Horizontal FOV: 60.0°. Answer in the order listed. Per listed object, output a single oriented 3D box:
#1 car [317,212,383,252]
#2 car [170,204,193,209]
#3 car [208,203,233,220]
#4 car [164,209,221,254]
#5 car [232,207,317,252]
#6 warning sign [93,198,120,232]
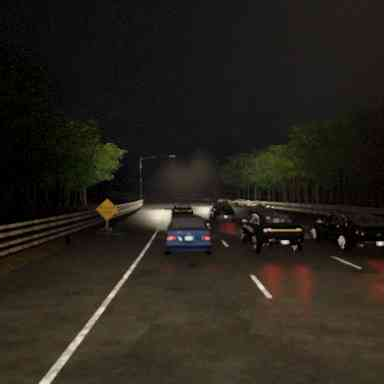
[{"bbox_3d":[6.802,1.635,14.550,1.837,1.490,4.892,0,0,-2],"label":"car"},{"bbox_3d":[-0.872,1.760,29.384,2.128,1.511,4.902,0,0,-3],"label":"car"},{"bbox_3d":[2.621,1.773,29.593,1.837,1.490,4.892,0,0,-3],"label":"car"},{"bbox_3d":[-0.187,1.674,14.035,2.033,1.411,5.357,0,0,-2],"label":"car"},{"bbox_3d":[3.304,1.620,14.450,2.128,1.511,4.902,0,0,-2],"label":"car"},{"bbox_3d":[-4.903,1.293,19.246,1.300,1.860,1.060,1,0,-2],"label":"warning sign"}]
